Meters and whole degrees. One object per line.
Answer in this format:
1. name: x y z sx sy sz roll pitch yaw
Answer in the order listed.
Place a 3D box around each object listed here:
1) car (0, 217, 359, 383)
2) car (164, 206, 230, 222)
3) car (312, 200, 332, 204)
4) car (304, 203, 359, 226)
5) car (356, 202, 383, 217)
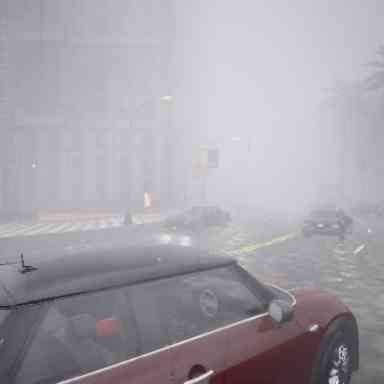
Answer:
1. car: -0.180 1.349 3.399 4.553 1.767 2.097 0 0 -40
2. car: 0.517 1.533 19.838 2.033 1.411 5.357 0 0 33
3. car: 12.972 1.508 32.797 1.812 1.442 4.674 0 0 10
4. car: 7.039 1.539 17.039 2.033 1.411 5.357 0 0 31
5. car: 16.275 1.587 31.350 1.895 1.301 4.718 0 0 11
